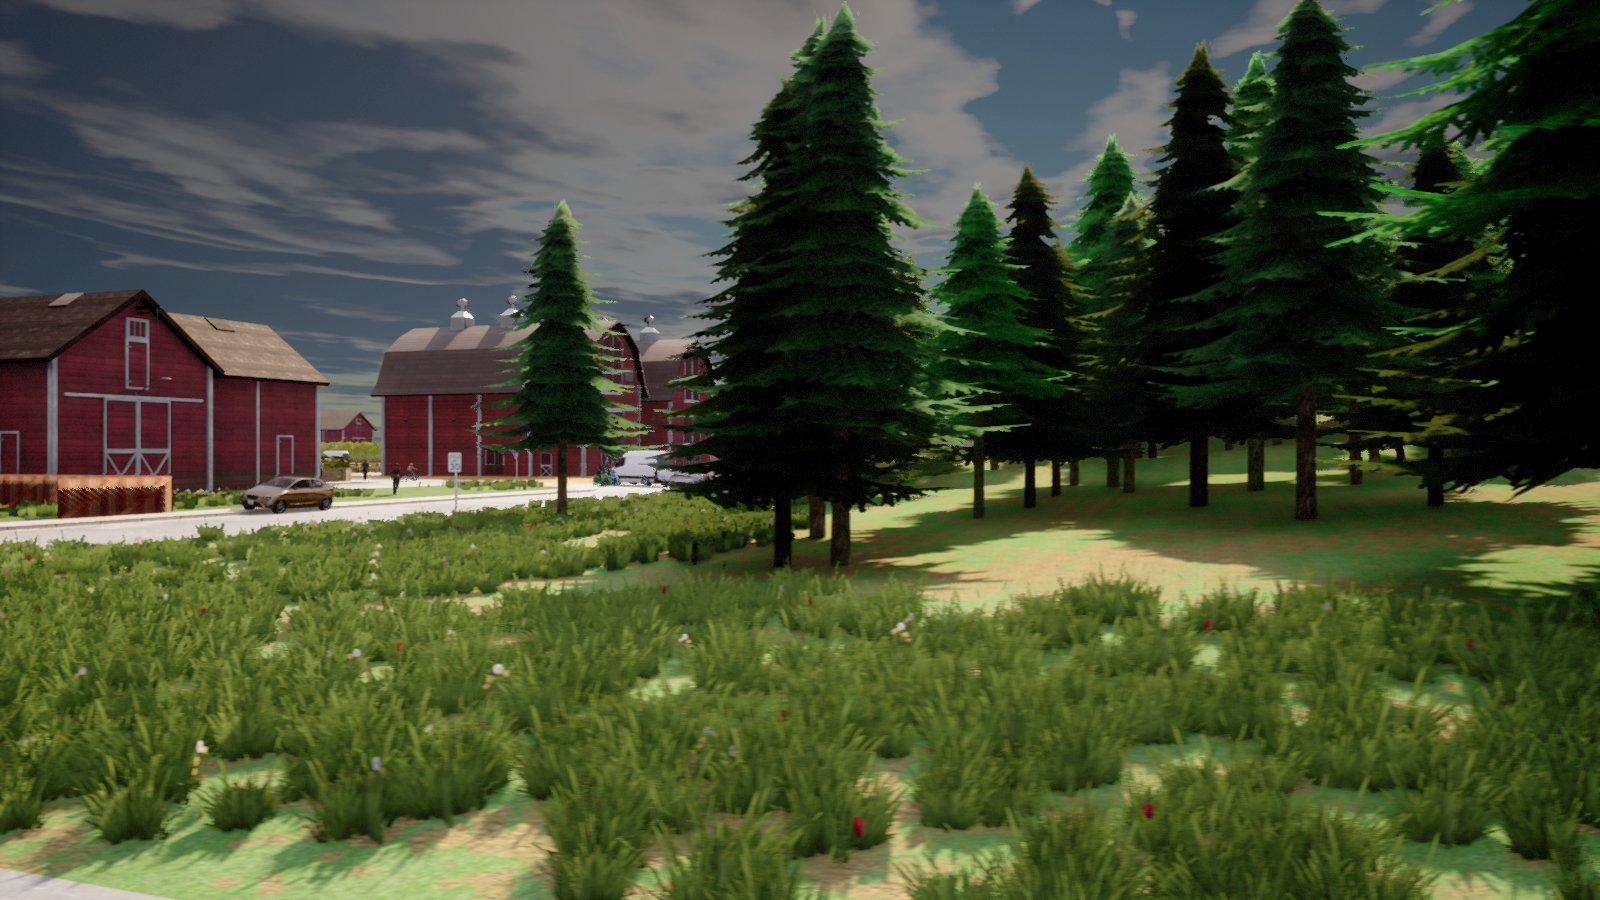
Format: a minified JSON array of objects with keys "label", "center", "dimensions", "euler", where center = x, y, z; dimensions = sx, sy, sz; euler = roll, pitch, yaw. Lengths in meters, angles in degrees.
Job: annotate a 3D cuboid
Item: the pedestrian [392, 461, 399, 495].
[{"label":"pedestrian","center":[-21.992,1.532,62.123],"dimensions":[0.375,1.860,0.375],"euler":[0,0,-21]}]
